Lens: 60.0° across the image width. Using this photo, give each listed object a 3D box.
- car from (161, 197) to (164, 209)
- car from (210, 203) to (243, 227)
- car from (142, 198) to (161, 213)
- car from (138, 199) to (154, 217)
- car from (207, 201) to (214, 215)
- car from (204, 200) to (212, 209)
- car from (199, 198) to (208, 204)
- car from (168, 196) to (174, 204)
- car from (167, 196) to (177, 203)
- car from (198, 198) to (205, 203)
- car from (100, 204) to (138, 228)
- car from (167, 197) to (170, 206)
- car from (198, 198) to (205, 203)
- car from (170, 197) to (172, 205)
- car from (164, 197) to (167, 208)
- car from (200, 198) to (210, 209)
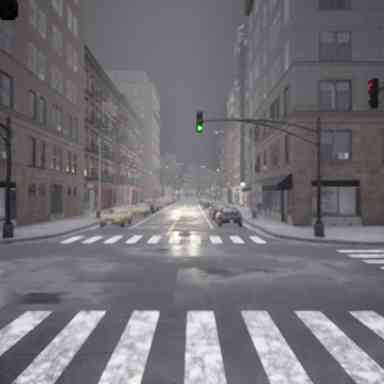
[{"bbox_3d":[-5.399,1.808,46.273,1.967,1.590,4.097,0,0,0],"label":"car"},{"bbox_3d":[2.642,1.744,24.344,2.008,1.369,4.403,0,0,0],"label":"car"},{"bbox_3d":[-5.402,1.639,40.792,2.192,1.841,5.009,0,0,0],"label":"car"},{"bbox_3d":[-5.405,1.804,35.138,1.752,1.417,4.829,0,0,0],"label":"car"},{"bbox_3d":[2.643,1.781,29.825,1.887,1.381,4.507,0,0,0],"label":"car"},{"bbox_3d":[2.644,1.831,35.307,2.008,1.369,4.403,0,0,0],"label":"car"},{"bbox_3d":[2.651,2.176,79.162,1.887,1.381,4.507,0,0,0],"label":"car"},{"bbox_3d":[-5.388,1.858,68.202,2.192,1.841,5.009,0,0,0],"label":"car"},{"bbox_3d":[-5.377,2.035,90.129,2.192,1.841,5.009,0,0,0],"label":"car"},{"bbox_3d":[2.653,2.315,95.607,2.008,1.369,4.403,0,0,0],"label":"car"},{"bbox_3d":[-5.411,1.717,24.175,1.752,1.417,4.829,0,0,0],"label":"car"},{"bbox_3d":[-5.394,2.006,57.236,2.008,1.369,4.403,0,0,0],"label":"car"},{"bbox_3d":[2.652,2.302,90.125,1.802,1.307,4.206,0,0,0],"label":"car"},{"bbox_3d":[-5.391,2.065,62.718,1.947,1.339,4.313,0,0,0],"label":"car"},{"bbox_3d":[-5.397,1.852,51.755,1.967,1.590,4.097,0,0,0],"label":"car"},{"bbox_3d":[2.647,1.962,51.752,2.008,1.369,4.403,0,0,0],"label":"car"}]
